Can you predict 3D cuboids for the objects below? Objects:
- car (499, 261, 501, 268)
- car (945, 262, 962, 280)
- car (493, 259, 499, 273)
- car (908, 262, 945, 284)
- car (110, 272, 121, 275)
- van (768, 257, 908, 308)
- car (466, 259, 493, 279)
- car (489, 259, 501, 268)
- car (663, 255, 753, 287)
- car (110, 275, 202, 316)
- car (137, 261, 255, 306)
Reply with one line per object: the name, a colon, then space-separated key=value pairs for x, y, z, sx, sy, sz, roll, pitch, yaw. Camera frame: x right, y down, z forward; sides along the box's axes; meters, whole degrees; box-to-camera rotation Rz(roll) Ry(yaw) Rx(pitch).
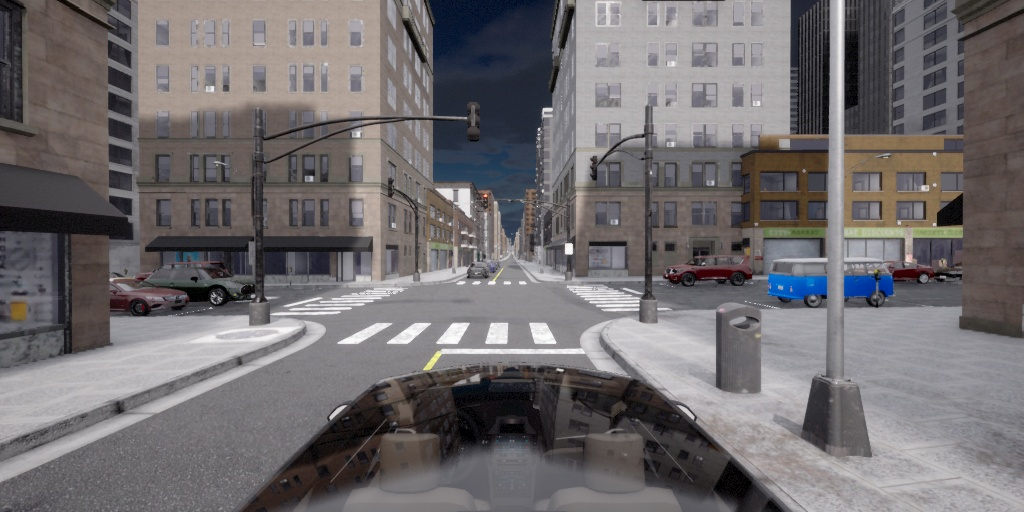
car: x=-3.049 y=1.283 z=53.651 sx=1.837 sy=1.490 sz=4.892 roll=0 pitch=0 yaw=0
car: x=28.938 y=0.916 z=22.273 sx=4.313 sy=1.339 sz=1.948 roll=0 pitch=0 yaw=0
car: x=-3.058 y=1.116 z=43.503 sx=2.097 sy=1.767 sz=4.553 roll=0 pitch=0 yaw=0
car: x=23.328 y=0.965 z=22.263 sx=4.507 sy=1.381 sz=1.888 roll=0 pitch=0 yaw=0
car: x=-26.005 y=1.551 z=22.176 sx=4.829 sy=1.417 sz=1.751 roll=0 pitch=0 yaw=0
van: x=12.127 y=0.957 z=13.718 sx=3.998 sy=1.789 sz=1.690 roll=0 pitch=0 yaw=0
car: x=-3.071 y=1.260 z=33.344 sx=1.837 sy=1.490 sz=4.892 roll=0 pitch=0 yaw=0
car: x=-2.998 y=1.300 z=63.978 sx=1.837 sy=1.490 sz=4.892 roll=0 pitch=0 yaw=0
car: x=12.111 y=0.872 z=22.243 sx=5.009 sy=1.841 sz=2.192 roll=0 pitch=0 yaw=0
car: x=-14.810 y=1.528 z=13.670 sx=4.207 sy=1.307 sz=1.802 roll=0 pitch=0 yaw=0
car: x=-13.999 y=1.269 z=16.313 sx=4.553 sy=1.767 sz=2.097 roll=-1 pitch=0 yaw=0
